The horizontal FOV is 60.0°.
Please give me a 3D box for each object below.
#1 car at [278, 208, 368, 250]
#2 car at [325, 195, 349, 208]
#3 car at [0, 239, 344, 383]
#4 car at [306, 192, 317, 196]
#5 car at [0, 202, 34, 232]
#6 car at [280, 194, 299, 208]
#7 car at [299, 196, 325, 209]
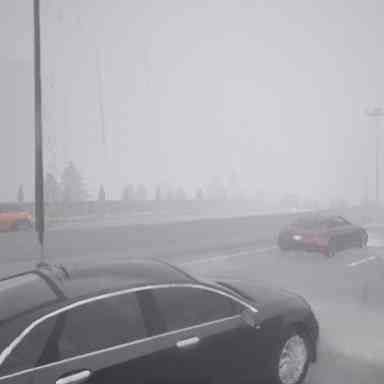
[{"bbox_3d":[5.137,1.549,12.894,4.181,1.385,1.994,0,0,-43],"label":"car"},{"bbox_3d":[18.062,1.477,40.785,2.128,1.511,4.902,-1,0,29],"label":"car"},{"bbox_3d":[-0.591,1.511,3.553,4.892,1.490,1.837,0,0,-37],"label":"car"},{"bbox_3d":[29.755,0.916,82.938,2.150,2.045,5.566,-1,0,17],"label":"car"},{"bbox_3d":[-11.078,1.420,17.779,4.553,1.767,2.097,0,0,-37],"label":"car"},{"bbox_3d":[14.496,1.275,48.976,2.150,2.045,5.566,0,0,26],"label":"car"},{"bbox_3d":[16.123,1.582,44.560,1.994,1.385,4.181,-1,0,27],"label":"car"}]
